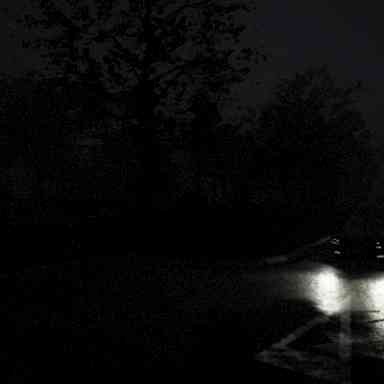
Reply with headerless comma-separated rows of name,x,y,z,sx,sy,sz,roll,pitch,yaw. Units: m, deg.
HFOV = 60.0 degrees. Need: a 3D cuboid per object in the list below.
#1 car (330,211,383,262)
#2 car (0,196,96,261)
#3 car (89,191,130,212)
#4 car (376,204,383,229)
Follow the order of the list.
car,6.488,1.525,12.108,1.882,1.535,5.008,-1,0,37
car,-5.496,1.085,9.754,2.185,1.767,4.553,3,1,35
car,-8.333,0.913,31.043,2.150,2.045,5.566,-1,0,35
car,14.052,1.596,22.715,2.033,1.411,5.357,-1,0,35
